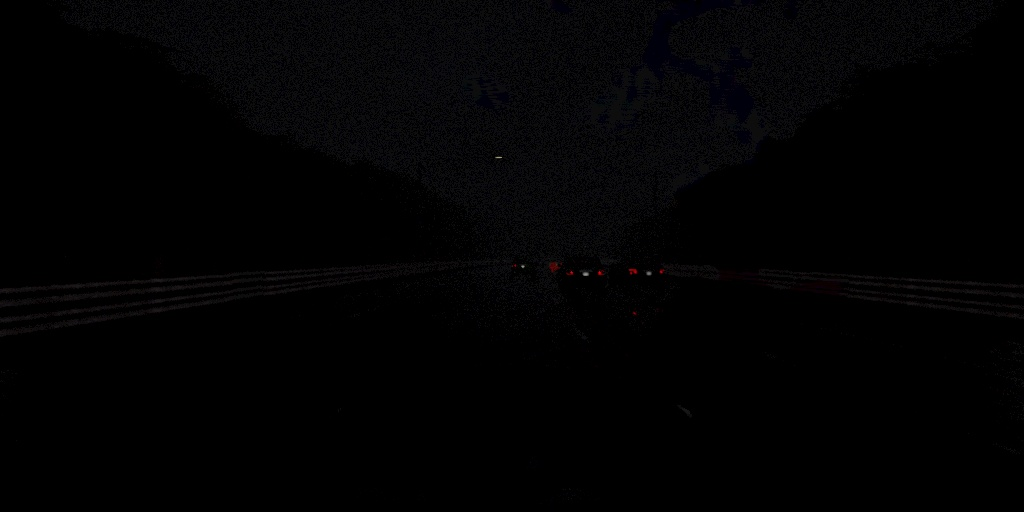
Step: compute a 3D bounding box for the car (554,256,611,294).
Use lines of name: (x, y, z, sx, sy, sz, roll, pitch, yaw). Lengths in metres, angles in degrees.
car: (3.869, 1.002, 20.704, 2.150, 2.045, 5.566, 0, 0, 3)

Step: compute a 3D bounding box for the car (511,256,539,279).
car: (1.154, 0.991, 33.212, 2.150, 2.045, 5.566, 0, 0, 5)

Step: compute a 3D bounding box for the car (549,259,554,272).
car: (5.995, 1.155, 47.333, 2.097, 1.767, 4.553, 0, 0, 6)

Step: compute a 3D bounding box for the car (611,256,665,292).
car: (7.554, 1.027, 22.126, 2.150, 2.045, 5.566, 0, 0, 3)
